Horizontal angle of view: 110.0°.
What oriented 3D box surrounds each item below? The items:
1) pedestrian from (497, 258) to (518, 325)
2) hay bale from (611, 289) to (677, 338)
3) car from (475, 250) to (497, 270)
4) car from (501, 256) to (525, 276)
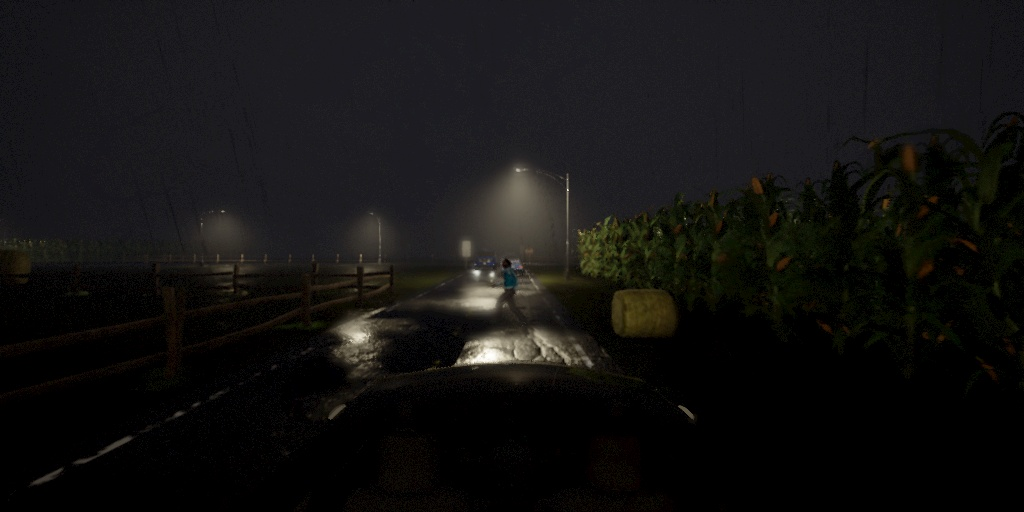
[{"bbox_3d":[-0.135,0.926,9.476,0.375,1.860,0.375,-1,2,-5],"label":"pedestrian"},{"bbox_3d":[3.125,1.299,8.661,1.220,1.180,1.240,0,0,0],"label":"hay bale"},{"bbox_3d":[-2.764,0.392,39.128,2.150,2.045,5.566,0,0,0],"label":"car"},{"bbox_3d":[0.089,0.856,30.195,2.033,1.411,5.357,0,1,0],"label":"car"}]
